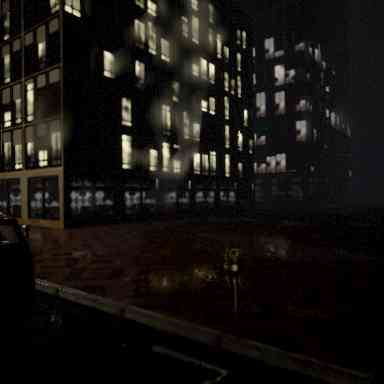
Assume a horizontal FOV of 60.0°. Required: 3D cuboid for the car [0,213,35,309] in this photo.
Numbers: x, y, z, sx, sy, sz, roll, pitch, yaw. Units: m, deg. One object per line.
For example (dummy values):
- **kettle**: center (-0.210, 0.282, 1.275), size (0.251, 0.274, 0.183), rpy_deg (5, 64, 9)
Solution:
- **car**: center (-5.090, 1.278, 6.527), size (5.009, 1.841, 2.192), rpy_deg (0, -1, 36)
